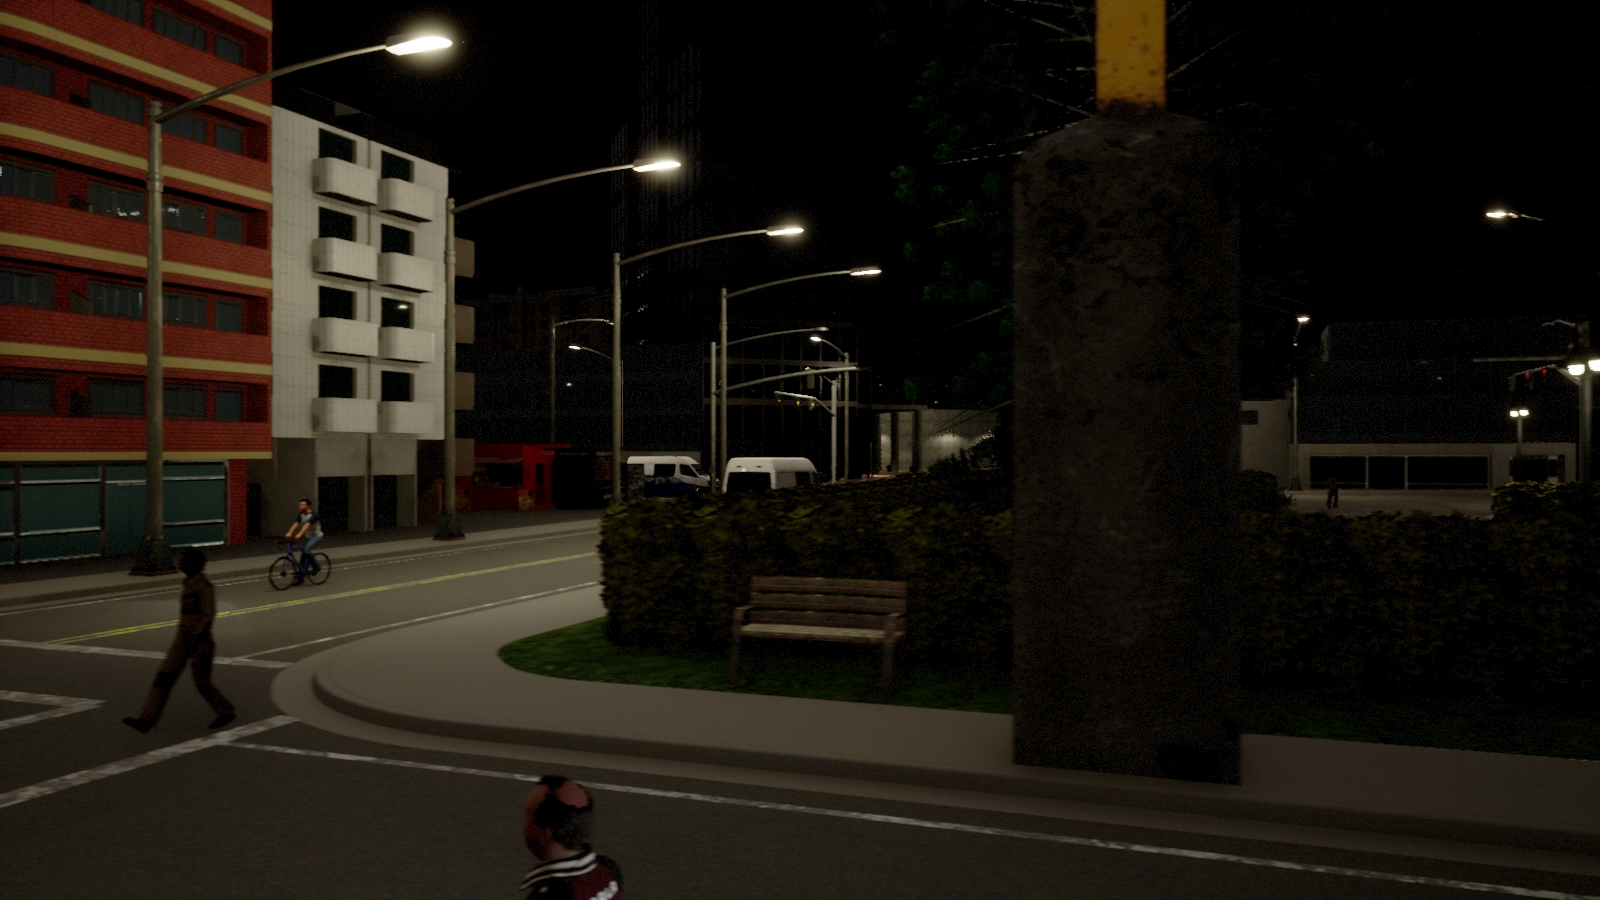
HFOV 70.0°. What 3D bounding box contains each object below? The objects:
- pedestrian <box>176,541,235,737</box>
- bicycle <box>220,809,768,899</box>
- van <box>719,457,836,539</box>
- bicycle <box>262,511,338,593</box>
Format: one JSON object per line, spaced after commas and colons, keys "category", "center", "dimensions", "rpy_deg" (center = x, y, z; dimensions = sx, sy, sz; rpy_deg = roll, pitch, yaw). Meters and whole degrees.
{"category": "pedestrian", "center": [-5.886, 1.847, 11.312], "dimensions": [0.375, 1.860, 0.375], "rpy_deg": [0, 0, 33]}
{"category": "bicycle", "center": [-1.021, 2.047, 3.661], "dimensions": [1.835, 1.496, 0.329], "rpy_deg": [0, 0, 20]}
{"category": "van", "center": [-0.636, 1.533, 39.080], "dimensions": [1.988, 2.561, 5.915], "rpy_deg": [0, 0, 20]}
{"category": "bicycle", "center": [-10.154, 2.041, 23.260], "dimensions": [0.373, 1.521, 1.643], "rpy_deg": [0, 0, 20]}
